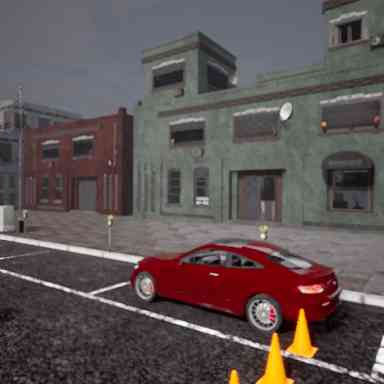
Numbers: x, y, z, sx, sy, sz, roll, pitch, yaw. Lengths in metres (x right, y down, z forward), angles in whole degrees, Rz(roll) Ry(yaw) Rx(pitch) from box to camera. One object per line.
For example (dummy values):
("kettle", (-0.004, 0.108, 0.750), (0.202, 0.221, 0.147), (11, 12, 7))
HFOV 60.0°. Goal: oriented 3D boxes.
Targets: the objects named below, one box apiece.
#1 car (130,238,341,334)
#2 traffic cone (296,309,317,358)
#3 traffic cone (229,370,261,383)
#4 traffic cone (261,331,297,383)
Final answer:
("car", (0.638, 1.574, 6.549), (4.206, 1.307, 1.802), (0, 1, 36))
("traffic cone", (1.553, 1.952, 4.708), (0.340, 0.580, 0.340), (0, 0, 36))
("traffic cone", (0.388, 1.952, 3.082), (0.340, 0.580, 0.340), (0, 0, 36))
("traffic cone", (0.971, 1.952, 3.895), (0.340, 0.580, 0.340), (0, 0, 36))
